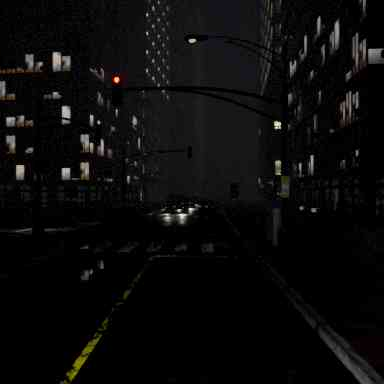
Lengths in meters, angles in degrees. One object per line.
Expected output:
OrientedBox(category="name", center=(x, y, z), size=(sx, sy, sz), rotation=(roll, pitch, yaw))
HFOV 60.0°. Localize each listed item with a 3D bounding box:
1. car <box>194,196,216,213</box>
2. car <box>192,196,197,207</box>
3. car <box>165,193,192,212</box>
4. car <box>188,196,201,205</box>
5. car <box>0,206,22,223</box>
OrientedBox(category="car", center=(1.583, 1.522, 36.135), size=(2.033, 1.411, 5.357), rotation=(0, 0, 3))
OrientedBox(category="car", center=(-0.744, 1.436, 47.881), size=(1.882, 1.535, 5.008), rotation=(0, 0, 6))
OrientedBox(category="car", center=(-1.625, 1.195, 37.843), size=(2.150, 2.045, 5.566), rotation=(0, 0, 5))
OrientedBox(category="car", center=(0.515, 1.440, 59.379), size=(1.837, 1.490, 4.892), rotation=(0, 0, 7))
OrientedBox(category="car", center=(-16.573, 1.854, 27.924), size=(4.403, 1.369, 2.008), rotation=(-1, 1, 10))
